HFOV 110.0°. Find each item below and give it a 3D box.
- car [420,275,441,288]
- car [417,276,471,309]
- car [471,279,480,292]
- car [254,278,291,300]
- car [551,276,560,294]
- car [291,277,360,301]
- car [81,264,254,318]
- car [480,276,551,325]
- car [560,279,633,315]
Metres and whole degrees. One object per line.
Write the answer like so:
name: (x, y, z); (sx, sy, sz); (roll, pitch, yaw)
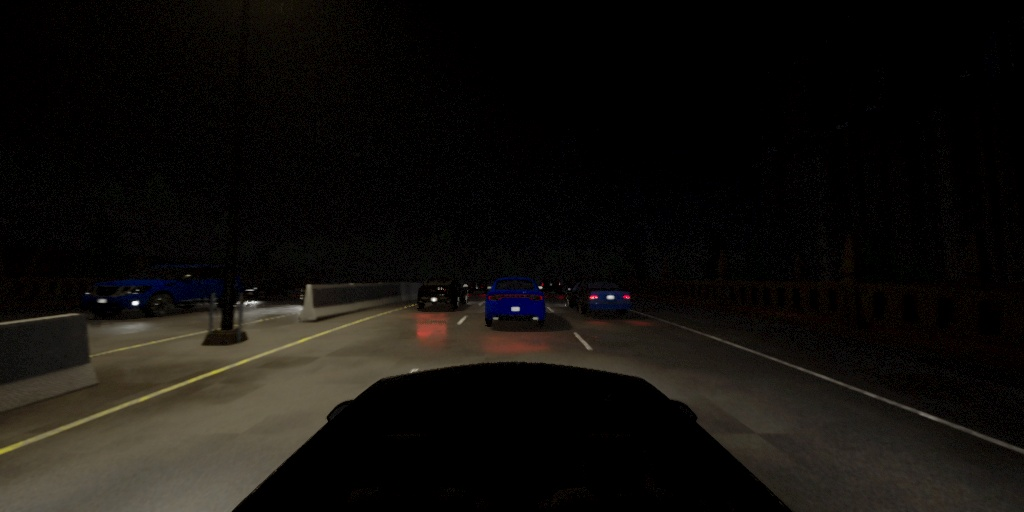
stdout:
car: (-13.914, 4.363, 61.361); (2.150, 2.045, 5.566); (0, -4, 2)
car: (-3.394, 1.800, 18.050); (1.837, 1.490, 4.892); (0, -4, 0)
car: (-3.401, 3.061, 36.921); (1.812, 1.442, 4.674); (0, -4, 0)
car: (-17.590, 2.291, 25.473); (1.837, 1.490, 4.892); (0, -4, 0)
car: (3.612, 2.774, 35.214); (2.097, 1.767, 4.553); (0, -4, 0)
car: (-10.593, 2.021, 21.589); (2.128, 1.511, 4.902); (0, -4, 0)
car: (-14.095, 1.341, 15.107); (2.150, 2.045, 5.566); (0, -3, 0)
car: (0.104, 1.493, 12.855); (1.882, 1.535, 5.008); (0, -3, 0)
car: (3.605, 1.700, 15.614); (2.033, 1.411, 5.357); (0, -3, 0)
